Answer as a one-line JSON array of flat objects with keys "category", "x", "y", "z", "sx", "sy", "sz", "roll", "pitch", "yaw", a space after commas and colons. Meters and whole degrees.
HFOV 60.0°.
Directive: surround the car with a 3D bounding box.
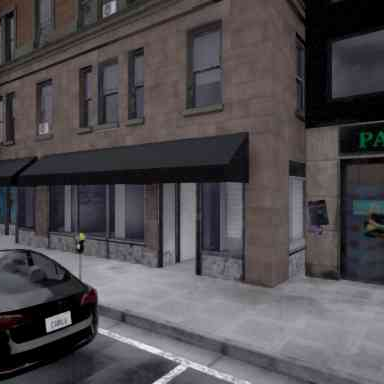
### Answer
[{"category": "car", "x": -3.266, "y": 1.566, "z": 5.138, "sx": 4.313, "sy": 1.339, "sz": 1.947, "roll": 0, "pitch": 0, "yaw": 36}]
